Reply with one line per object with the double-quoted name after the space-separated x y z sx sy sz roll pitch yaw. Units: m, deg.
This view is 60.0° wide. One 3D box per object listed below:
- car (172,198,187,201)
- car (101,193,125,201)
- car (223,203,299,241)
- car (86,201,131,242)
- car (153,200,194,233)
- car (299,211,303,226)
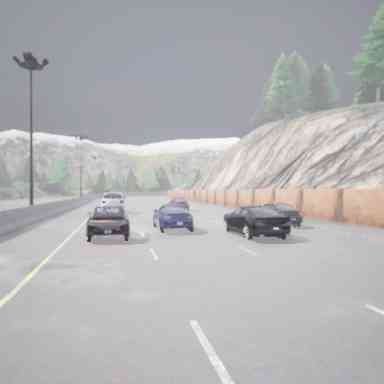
-1.451 1.376 36.561 1.812 1.442 4.674 0 0 -13 "car"
-7.837 1.083 33.106 2.150 2.045 5.566 0 0 -13 "car"
3.049 1.409 16.595 1.882 1.535 5.008 0 0 -13 "car"
-4.038 1.424 16.205 2.128 1.511 4.902 0 0 -13 "car"
-1.133 1.446 19.240 1.812 1.442 4.674 0 0 -13 "car"
5.464 1.436 21.744 1.812 1.442 4.674 0 0 -13 "car"
